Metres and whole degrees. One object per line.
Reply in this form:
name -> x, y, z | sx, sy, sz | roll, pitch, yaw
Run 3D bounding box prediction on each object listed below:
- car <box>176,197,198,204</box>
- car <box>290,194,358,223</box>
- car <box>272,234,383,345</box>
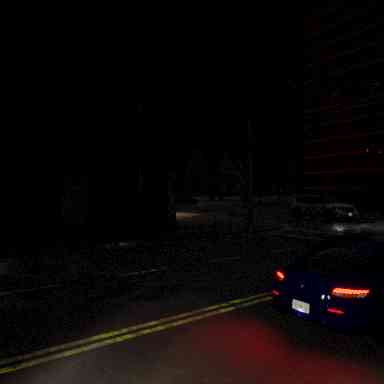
car -> -0.911, 1.545, 61.127 | 4.181, 1.385, 1.994 | 0, 0, -35
car -> 9.985, 1.223, 25.693 | 2.150, 2.045, 5.566 | 1, -1, -23
car -> 3.489, 1.526, 6.257 | 4.674, 1.442, 1.812 | 0, 0, -35
